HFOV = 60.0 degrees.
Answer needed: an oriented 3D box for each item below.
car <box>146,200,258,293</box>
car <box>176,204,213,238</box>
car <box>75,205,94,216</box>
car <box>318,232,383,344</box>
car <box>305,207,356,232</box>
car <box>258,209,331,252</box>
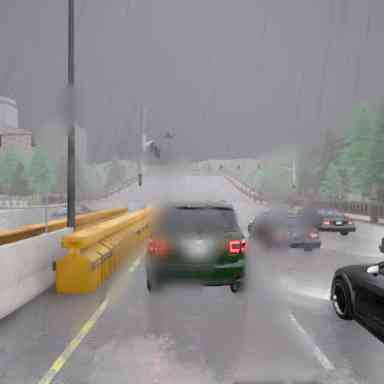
[{"bbox_3d":[0.114,1.221,8.987,2.150,2.045,5.566,0,0,0],"label":"car"},{"bbox_3d":[0.127,1.505,18.838,1.837,1.490,4.892,0,0,0],"label":"car"},{"bbox_3d":[-6.999,1.525,19.542,1.812,1.442,4.674,0,0,1],"label":"car"},{"bbox_3d":[3.610,1.564,4.670,1.994,1.385,4.181,0,0,0],"label":"car"},{"bbox_3d":[7.125,1.547,18.608,2.033,1.411,5.357,0,0,0],"label":"car"},{"bbox_3d":[3.622,1.547,13.945,2.033,1.411,5.357,0,0,0],"label":"car"}]
